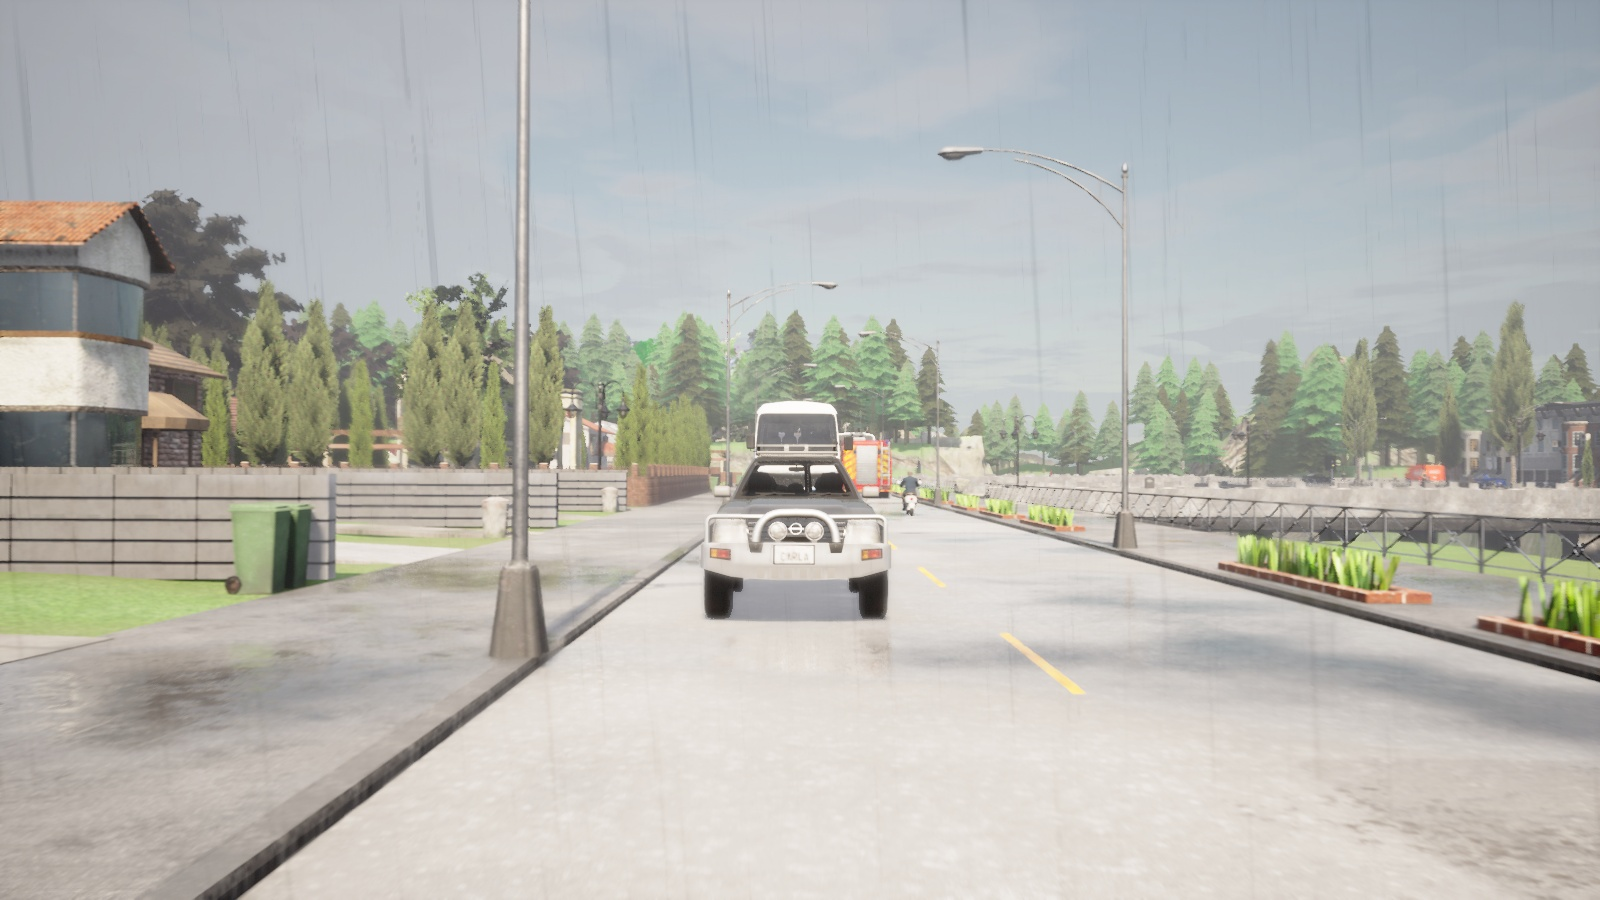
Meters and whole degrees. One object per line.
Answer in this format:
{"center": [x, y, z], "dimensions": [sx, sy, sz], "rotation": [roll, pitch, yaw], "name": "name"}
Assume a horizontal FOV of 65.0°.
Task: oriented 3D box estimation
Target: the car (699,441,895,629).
{"center": [-0.035, 0.878, 14.707], "dimensions": [1.932, 1.855, 4.605], "rotation": [0, -1, 0], "name": "car"}

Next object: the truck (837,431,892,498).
{"center": [3.816, 0.916, 76.567], "dimensions": [2.891, 3.827, 8.468], "rotation": [0, -1, 0], "name": "truck"}

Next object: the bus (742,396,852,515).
{"center": [-0.124, 0.283, 50.419], "dimensions": [3.944, 4.253, 10.273], "rotation": [0, -1, 0], "name": "bus"}

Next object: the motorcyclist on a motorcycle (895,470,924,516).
{"center": [3.895, 1.500, 44.660], "dimensions": [0.866, 1.590, 1.817], "rotation": [0, -1, 0], "name": "motorcyclist on a motorcycle"}
